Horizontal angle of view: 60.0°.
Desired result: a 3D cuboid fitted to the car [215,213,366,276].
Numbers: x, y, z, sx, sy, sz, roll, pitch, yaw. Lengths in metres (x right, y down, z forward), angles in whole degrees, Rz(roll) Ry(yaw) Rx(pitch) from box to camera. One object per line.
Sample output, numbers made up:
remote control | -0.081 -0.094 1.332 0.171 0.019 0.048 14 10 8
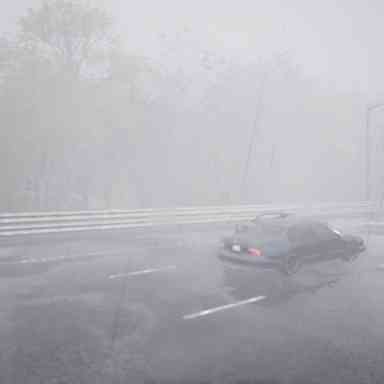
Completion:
car | 3.242 1.546 10.363 5.357 1.411 2.033 0 0 -35

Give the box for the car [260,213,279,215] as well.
car | 4.313 1.599 15.418 4.718 1.301 1.895 0 0 -35
